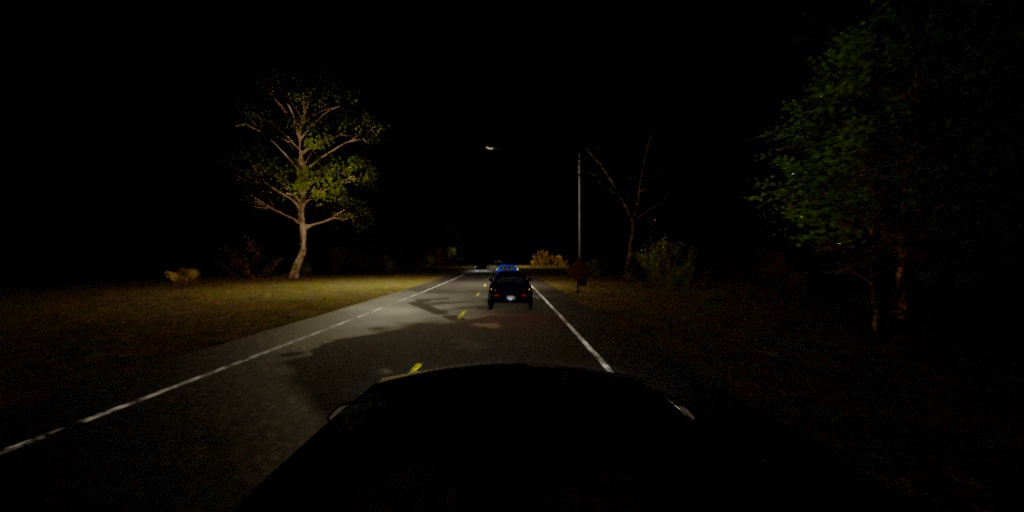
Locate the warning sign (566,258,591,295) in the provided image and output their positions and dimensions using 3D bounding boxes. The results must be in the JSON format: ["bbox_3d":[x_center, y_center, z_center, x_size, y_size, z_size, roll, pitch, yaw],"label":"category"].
[{"bbox_3d":[3.416,1.027,18.621,1.300,1.860,1.060,0,0,-1],"label":"warning sign"}]

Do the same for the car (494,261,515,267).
[{"bbox_3d":[-0.406,1.503,31.161,1.882,1.535,5.008,0,0,-1],"label":"car"}]

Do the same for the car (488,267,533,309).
[{"bbox_3d":[-0.075,1.411,15.800,1.812,1.442,4.674,0,0,0],"label":"car"}]
